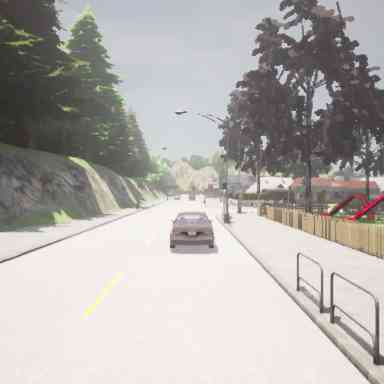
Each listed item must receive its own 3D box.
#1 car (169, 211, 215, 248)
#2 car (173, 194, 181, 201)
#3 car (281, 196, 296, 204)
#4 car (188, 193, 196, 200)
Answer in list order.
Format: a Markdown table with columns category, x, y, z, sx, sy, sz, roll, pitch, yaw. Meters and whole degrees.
| category | x | y | z | sx | sy | sz | roll | pitch | yaw |
| --- | --- | --- | --- | --- | --- | --- | --- | --- | --- |
| car | 0.000 | 1.561 | 14.650 | 2.033 | 1.411 | 5.357 | 0 | 0 | 0 |
| car | -4.000 | 1.348 | 88.595 | 2.097 | 1.767 | 4.553 | 0 | 0 | 0 |
| car | 15.786 | 1.298 | 55.431 | 1.994 | 1.381 | 4.181 | 0 | 0 | 0 |
| car | 0.000 | 1.425 | 83.885 | 1.994 | 1.385 | 4.181 | 0 | 0 | 0 |
